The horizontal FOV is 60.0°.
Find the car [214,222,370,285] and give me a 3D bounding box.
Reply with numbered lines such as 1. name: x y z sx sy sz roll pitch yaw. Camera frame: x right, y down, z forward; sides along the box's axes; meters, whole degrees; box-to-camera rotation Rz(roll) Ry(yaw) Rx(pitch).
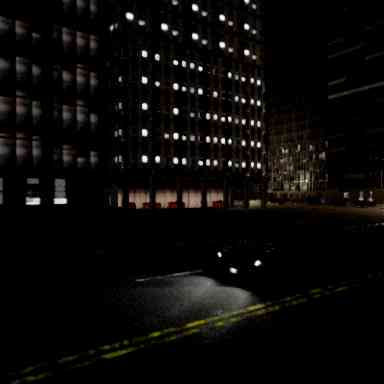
1. car: 3.219 1.628 9.976 5.357 1.411 2.033 1 0 -36

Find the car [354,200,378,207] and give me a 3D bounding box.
1. car: 33.304 2.214 63.708 1.802 1.307 4.206 0 0 -34

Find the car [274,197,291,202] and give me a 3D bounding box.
1. car: 24.785 2.089 91.181 2.008 1.369 4.403 0 0 -34

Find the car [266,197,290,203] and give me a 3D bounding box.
1. car: 21.068 2.107 82.035 1.752 1.417 4.829 0 0 -34

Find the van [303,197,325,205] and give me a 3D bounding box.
1. van: 27.139 1.949 72.942 1.690 1.788 3.998 0 0 -34

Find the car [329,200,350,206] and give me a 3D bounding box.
1. car: 30.221 2.202 68.325 1.802 1.307 4.206 0 0 -34

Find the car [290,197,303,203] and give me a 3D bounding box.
1. car: 27.769 2.077 86.712 1.752 1.417 4.829 0 0 -34
